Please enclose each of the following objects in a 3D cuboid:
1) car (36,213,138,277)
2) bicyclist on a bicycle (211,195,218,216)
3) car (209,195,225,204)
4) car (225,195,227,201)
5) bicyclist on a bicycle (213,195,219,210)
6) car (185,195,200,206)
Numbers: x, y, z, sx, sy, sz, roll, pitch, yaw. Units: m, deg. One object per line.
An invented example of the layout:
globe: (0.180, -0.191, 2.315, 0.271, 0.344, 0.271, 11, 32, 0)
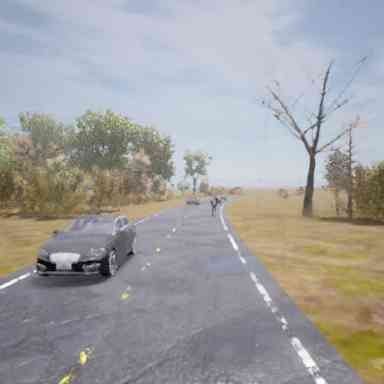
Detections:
car: (-2.916, 1.447, 10.192, 2.128, 1.511, 4.902, 0, 0, 2)
bicyclist on a bicycle: (1.968, 1.336, 29.590, 0.582, 1.620, 1.656, 0, 0, 4)
car: (4.130, 1.385, 57.551, 1.895, 1.301, 4.718, 0, 0, 9)
car: (6.845, 1.267, 75.038, 2.033, 1.411, 5.357, 0, 0, 10)
bicyclist on a bicycle: (2.824, 1.217, 39.726, 0.659, 1.776, 1.843, 0, 0, 6)
car: (0.172, 1.306, 51.336, 1.837, 1.490, 4.892, 0, 0, 7)
